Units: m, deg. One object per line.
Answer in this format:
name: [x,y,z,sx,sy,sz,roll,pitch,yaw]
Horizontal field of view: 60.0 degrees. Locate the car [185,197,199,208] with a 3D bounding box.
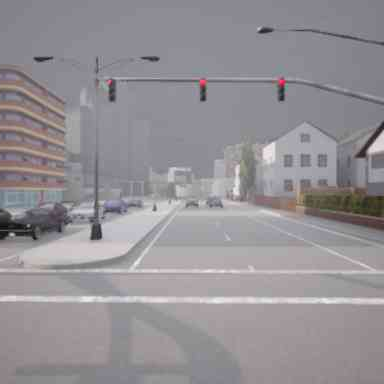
car: [-0.007,1.561,48.966,1.812,1.442,4.674,0,0,0]

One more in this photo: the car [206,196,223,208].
car: [3.493,1.583,48.549,2.033,1.411,5.357,0,0,0]

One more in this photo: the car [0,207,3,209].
car: [-11.595,1.517,17.869,1.837,1.490,4.892,0,0,0]

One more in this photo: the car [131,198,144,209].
car: [-8.046,1.597,46.842,1.994,1.385,4.181,0,0,0]

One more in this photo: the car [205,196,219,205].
car: [3.492,1.534,58.966,2.128,1.511,4.902,0,0,0]

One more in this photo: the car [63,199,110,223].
car: [-8.094,1.544,26.078,1.812,1.442,4.674,0,0,0]

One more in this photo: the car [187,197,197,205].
car: [-0.008,1.568,58.966,1.812,1.442,4.674,0,0,0]

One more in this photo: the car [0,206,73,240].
car: [-8.092,1.613,17.189,1.895,1.301,4.718,0,0,1]

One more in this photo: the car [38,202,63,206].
car: [-11.592,1.545,27.003,1.812,1.442,4.674,0,0,0]

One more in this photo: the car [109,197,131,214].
car: [-8.091,1.503,35.176,1.882,1.535,5.008,0,0,0]

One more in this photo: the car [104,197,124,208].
car: [-11.536,1.540,49.345,1.837,1.490,4.892,0,0,1]
